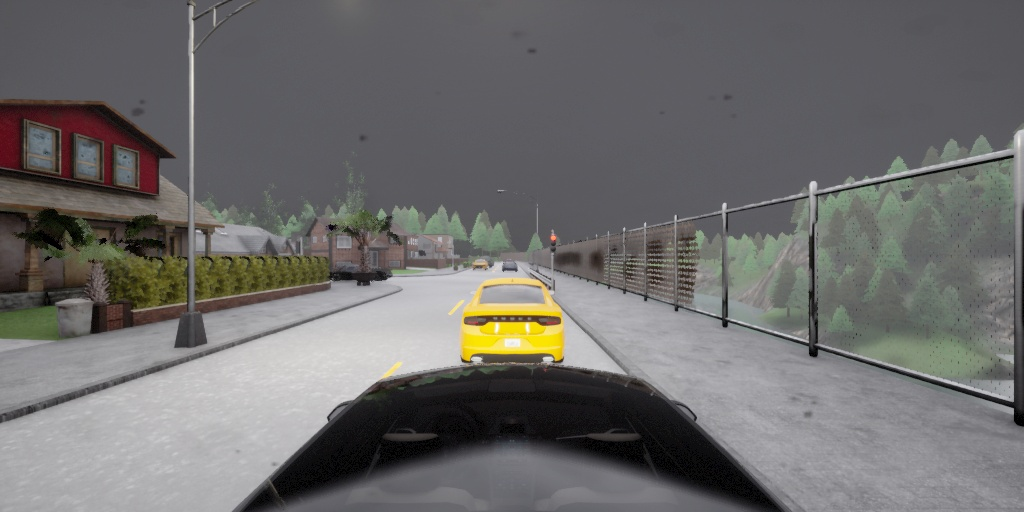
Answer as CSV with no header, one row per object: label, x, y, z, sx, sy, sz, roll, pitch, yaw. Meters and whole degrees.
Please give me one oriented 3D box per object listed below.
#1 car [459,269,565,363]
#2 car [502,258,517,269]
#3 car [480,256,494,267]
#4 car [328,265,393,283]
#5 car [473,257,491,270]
car,0.006,1.228,8.171,1.882,1.535,5.008,0,0,0
car,-0.291,1.314,48.235,1.994,1.385,4.181,0,0,-1
car,-4.582,0.971,61.373,2.150,2.045,5.566,0,0,0
car,-11.666,1.351,27.507,4.718,1.301,1.895,0,0,2
car,-4.517,1.228,51.430,1.882,1.535,5.008,0,0,0
